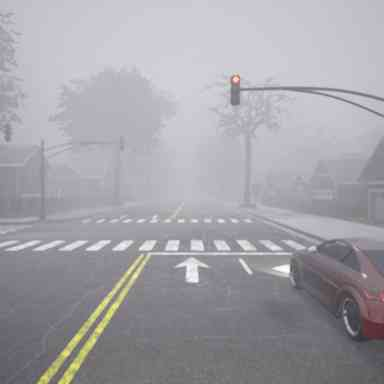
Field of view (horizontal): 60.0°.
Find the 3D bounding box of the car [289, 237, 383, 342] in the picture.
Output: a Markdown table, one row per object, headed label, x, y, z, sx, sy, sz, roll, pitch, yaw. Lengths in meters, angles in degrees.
| label | x | y | z | sx | sy | sz | roll | pitch | yaw |
| --- | --- | --- | --- | --- | --- | --- | --- | --- | --- |
| car | 3.341 | 1.558 | 6.469 | 1.994 | 1.385 | 4.181 | 0 | 0 | 0 |
